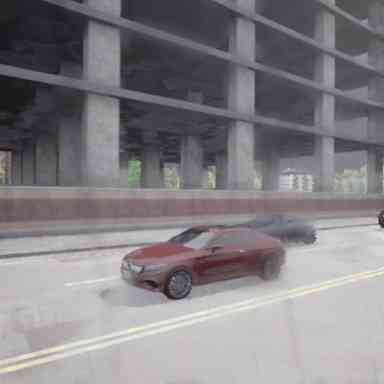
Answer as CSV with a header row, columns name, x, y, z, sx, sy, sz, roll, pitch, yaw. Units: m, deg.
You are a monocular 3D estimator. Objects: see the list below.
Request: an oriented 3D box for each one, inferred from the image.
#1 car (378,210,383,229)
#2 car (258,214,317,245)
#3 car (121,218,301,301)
name,x,y,z,sx,sy,sz,roll,pitch,yaw
car,15.266,1.544,23.208,5.566,2.045,2.150,1,-1,-35
car,3.757,1.708,15.143,4.181,1.385,1.994,1,-1,-35
car,0.501,1.589,8.613,4.674,1.442,1.812,1,-1,-35
